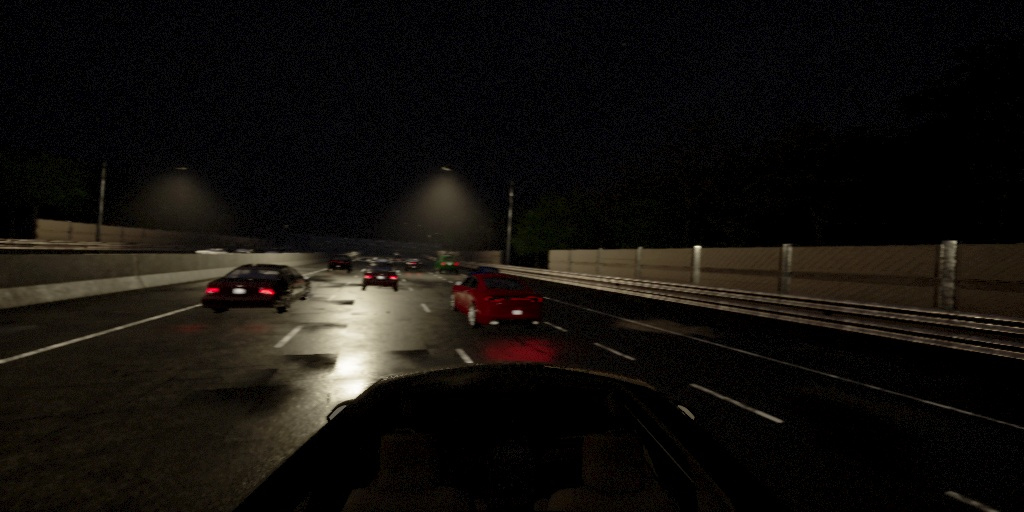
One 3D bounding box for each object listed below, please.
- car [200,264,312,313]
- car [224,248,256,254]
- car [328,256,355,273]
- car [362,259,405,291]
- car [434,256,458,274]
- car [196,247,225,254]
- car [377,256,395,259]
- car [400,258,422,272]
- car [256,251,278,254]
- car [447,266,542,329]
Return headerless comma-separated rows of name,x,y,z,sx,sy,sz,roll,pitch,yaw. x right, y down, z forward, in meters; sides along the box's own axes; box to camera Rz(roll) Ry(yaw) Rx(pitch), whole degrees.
car,-8.090,0.965,11.875,2.033,1.411,5.357,3,-1,-20
car,-36.179,-0.252,48.454,2.128,1.511,4.902,3,-1,-19
car,-15.784,0.709,33.259,1.882,1.535,5.008,3,-1,-20
car,-7.406,1.101,20.262,2.033,1.411,5.357,3,-1,-20
car,-7.738,1.001,41.955,2.150,2.045,5.566,3,0,-20
car,-39.461,-0.339,47.275,1.895,1.301,4.718,3,-1,-19
car,-14.424,0.927,39.821,2.033,1.411,5.357,3,-1,-20
car,-11.905,1.046,42.886,2.128,1.511,4.902,3,-1,-20
car,-32.576,0.025,48.711,1.994,1.385,4.181,3,-1,-19
car,-0.701,1.306,11.722,1.882,1.535,5.008,3,-1,-20
